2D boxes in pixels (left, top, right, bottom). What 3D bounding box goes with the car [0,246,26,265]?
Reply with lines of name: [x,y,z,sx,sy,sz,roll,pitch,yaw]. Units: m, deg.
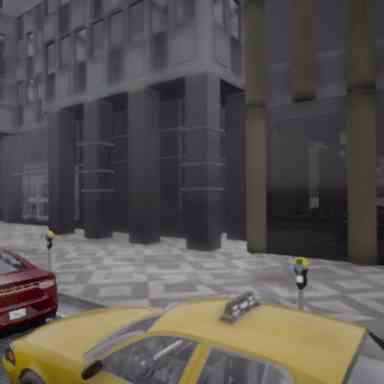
car: [-4.279,1.614,6.007,4.507,1.381,1.887,-1,0,35]

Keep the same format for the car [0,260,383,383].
car: [0.177,1.540,2.835,4.829,1.417,1.752,-1,0,35]
